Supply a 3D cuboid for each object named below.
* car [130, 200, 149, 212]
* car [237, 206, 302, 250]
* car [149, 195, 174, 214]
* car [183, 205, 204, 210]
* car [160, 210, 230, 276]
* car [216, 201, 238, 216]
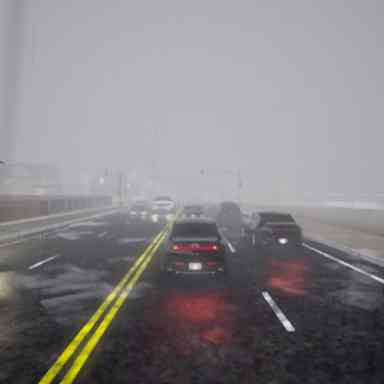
[{"bbox_3d":[-6.561,1.731,42.758,2.033,1.411,5.357,0,0,0],"label":"car"},{"bbox_3d":[3.349,1.562,14.637,1.837,1.490,4.892,0,0,0],"label":"car"},{"bbox_3d":[-3.324,1.386,38.679,2.150,2.045,5.566,0,0,0],"label":"car"},{"bbox_3d":[0.096,1.649,24.877,2.033,1.411,5.357,0,0,0],"label":"car"},{"bbox_3d":[0.088,1.546,10.447,1.837,1.490,4.892,0,0,0],"label":"car"},{"bbox_3d":[3.360,1.608,31.256,1.882,1.535,5.008,0,0,0],"label":"car"}]
